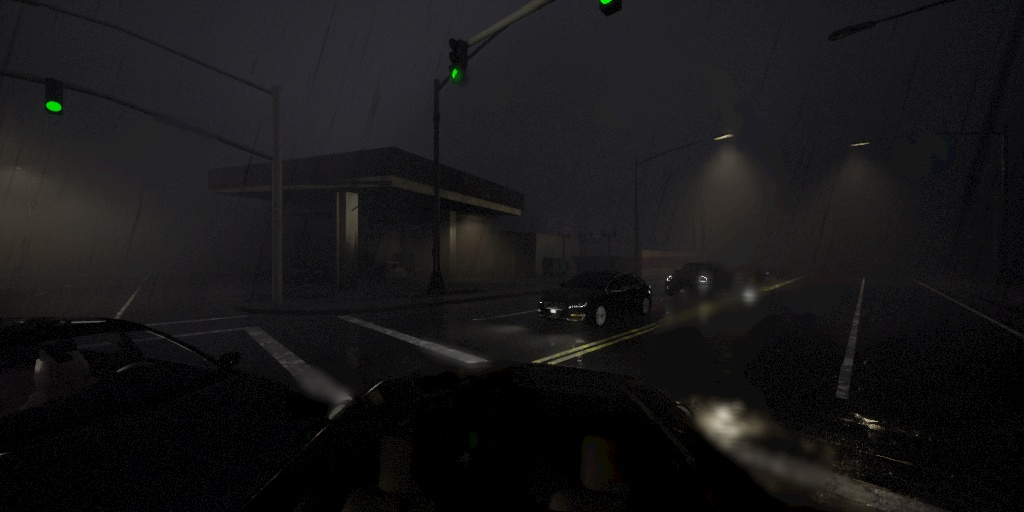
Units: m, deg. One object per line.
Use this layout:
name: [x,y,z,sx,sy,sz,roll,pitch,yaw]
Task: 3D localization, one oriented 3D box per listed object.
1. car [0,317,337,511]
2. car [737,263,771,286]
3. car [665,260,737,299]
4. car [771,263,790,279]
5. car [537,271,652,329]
car: [-3.433,1.242,2.467,4.902,1.511,2.128,0,0,15]
car: [16.523,1.314,25.339,1.994,1.385,4.181,0,0,44]
car: [9.630,1.102,18.395,2.097,1.767,4.553,0,0,45]
car: [23.622,1.314,32.427,4.181,1.385,1.994,0,0,-45]
car: [2.825,1.255,11.516,1.837,1.490,4.892,0,0,44]
